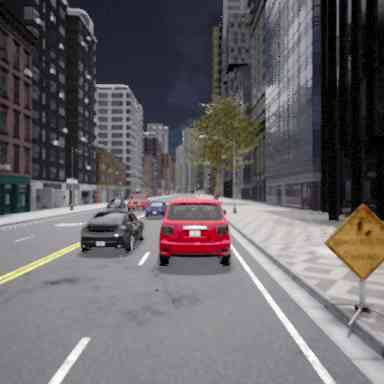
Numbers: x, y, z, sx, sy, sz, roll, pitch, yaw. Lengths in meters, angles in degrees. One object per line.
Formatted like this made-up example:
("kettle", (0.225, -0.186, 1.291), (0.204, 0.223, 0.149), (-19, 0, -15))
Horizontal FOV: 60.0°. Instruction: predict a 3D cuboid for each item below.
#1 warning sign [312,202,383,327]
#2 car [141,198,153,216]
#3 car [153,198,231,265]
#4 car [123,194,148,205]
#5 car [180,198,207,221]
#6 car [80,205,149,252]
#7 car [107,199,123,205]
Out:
("warning sign", (2.852, 1.120, 5.580), (1.300, 1.860, 1.060), (0, 0, 0))
("car", (-3.145, 1.564, 30.326), (1.812, 1.442, 4.674), (0, 0, 0))
("car", (0.092, 1.234, 11.852), (2.150, 2.045, 5.566), (0, 0, 0))
("car", (-6.576, 1.279, 41.310), (2.150, 2.045, 5.566), (0, 0, 0))
("car", (0.098, 1.386, 28.155), (2.097, 1.767, 4.553), (0, 0, 0))
("car", (-3.155, 1.520, 13.915), (1.837, 1.490, 4.892), (0, 0, 0))
("car", (-9.816, 1.587, 43.509), (1.812, 1.442, 4.674), (0, 0, 0))
